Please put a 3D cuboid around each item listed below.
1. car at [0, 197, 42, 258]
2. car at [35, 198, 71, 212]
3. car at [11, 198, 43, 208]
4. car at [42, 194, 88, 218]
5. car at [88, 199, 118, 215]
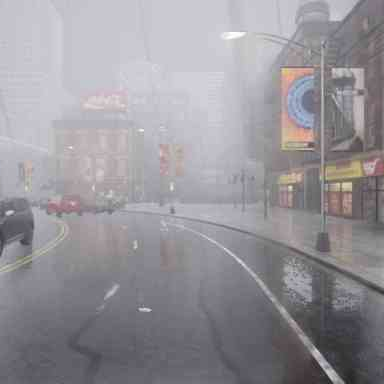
[{"bbox_3d":[-7.665,1.222,12.420,2.150,2.045,5.566,0,0,-9],"label":"car"},{"bbox_3d":[-16.971,1.505,40.516,4.892,1.490,1.837,0,0,37],"label":"car"},{"bbox_3d":[-24.241,1.595,48.863,4.718,1.301,1.895,0,0,29],"label":"car"},{"bbox_3d":[-11.943,1.216,30.907,2.150,2.045,5.566,0,-1,-38],"label":"car"},{"bbox_3d":[-9.567,1.601,33.333,1.895,1.301,4.718,0,0,-38],"label":"car"}]
